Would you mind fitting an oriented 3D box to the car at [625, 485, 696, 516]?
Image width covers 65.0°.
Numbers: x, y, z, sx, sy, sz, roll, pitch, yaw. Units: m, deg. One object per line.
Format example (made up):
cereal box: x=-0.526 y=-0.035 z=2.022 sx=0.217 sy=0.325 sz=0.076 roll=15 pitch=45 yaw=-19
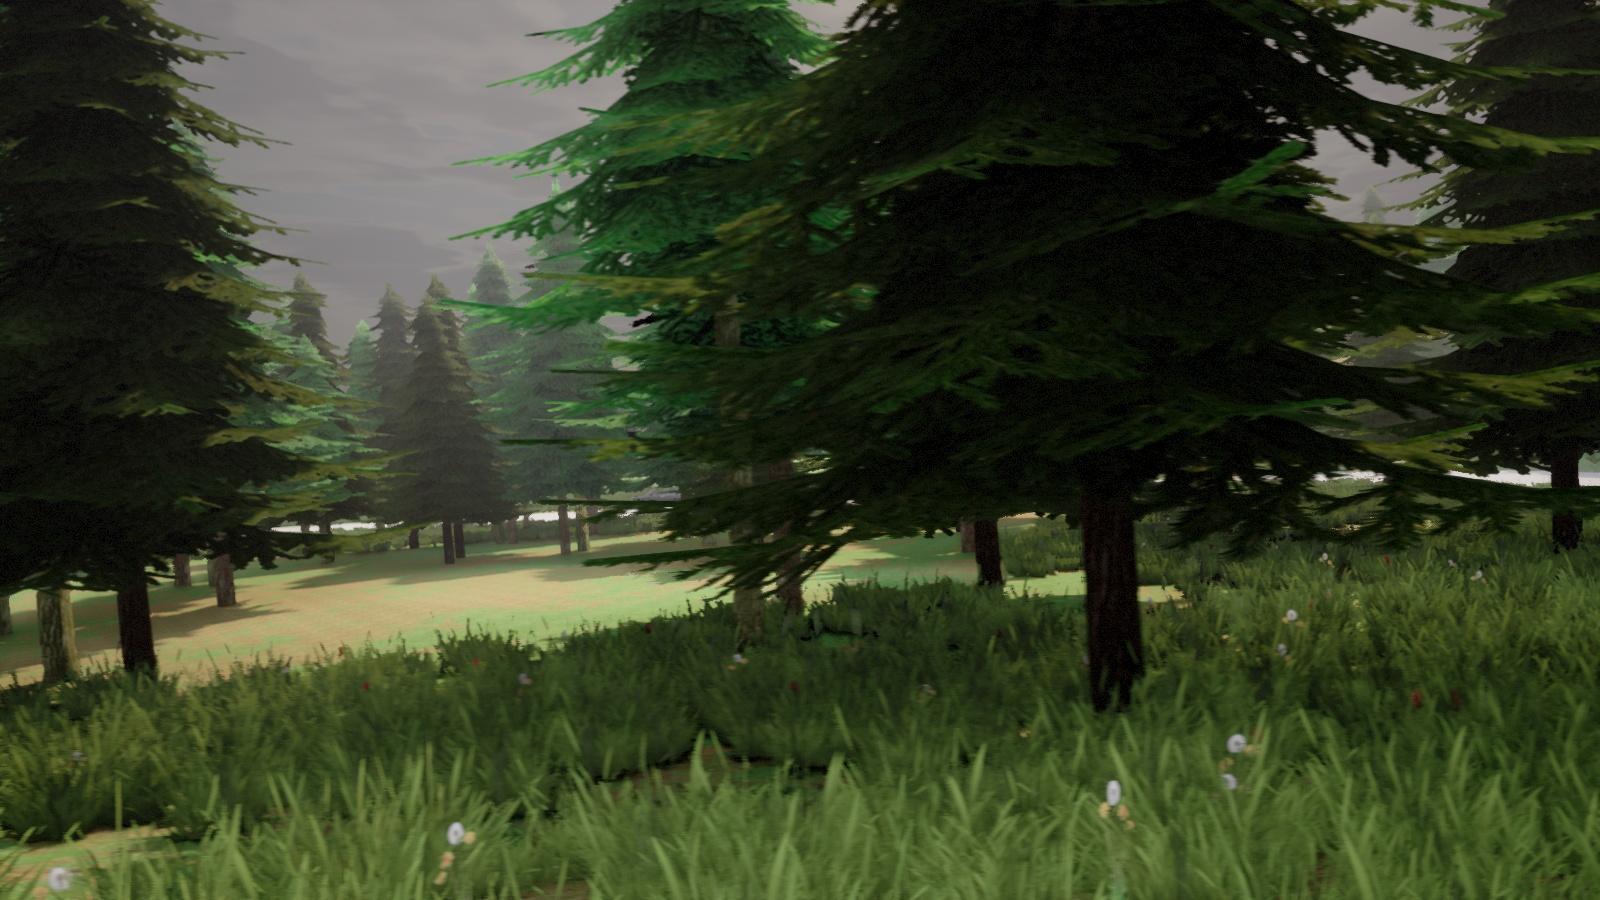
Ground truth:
car: x=-8.590 y=3.109 z=77.457 sx=3.806 sy=1.475 sz=1.970 roll=-5 pitch=3 yaw=14
